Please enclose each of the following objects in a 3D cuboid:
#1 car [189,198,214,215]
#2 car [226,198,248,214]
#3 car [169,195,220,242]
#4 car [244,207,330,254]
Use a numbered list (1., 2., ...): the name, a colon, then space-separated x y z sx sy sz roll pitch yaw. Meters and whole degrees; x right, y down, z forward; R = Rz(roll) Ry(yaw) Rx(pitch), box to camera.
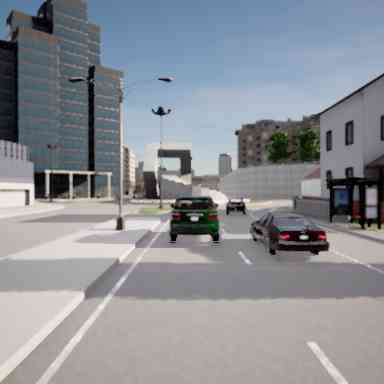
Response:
1. car: 1.034 1.397 33.572 1.837 1.490 4.892 0 0 10
2. car: 4.523 1.384 33.507 2.128 1.511 4.902 0 0 10
3. car: 0.107 1.169 16.094 2.150 2.045 5.566 0 0 0
4. car: 3.606 1.505 13.226 2.033 1.411 5.357 0 0 0
